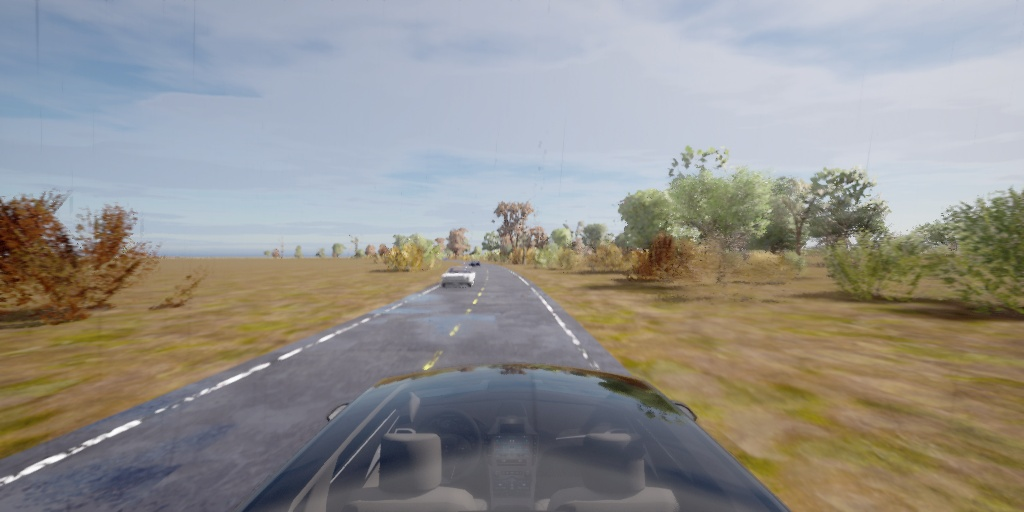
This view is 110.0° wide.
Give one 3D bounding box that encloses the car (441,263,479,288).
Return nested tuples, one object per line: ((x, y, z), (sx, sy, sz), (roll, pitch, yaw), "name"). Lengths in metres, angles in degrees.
((-3.451, 1.342, 23.692), (1.895, 1.301, 4.718), (0, 0, -2), "car")

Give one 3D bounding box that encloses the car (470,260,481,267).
((-6.618, 1.347, 65.112), (1.895, 1.301, 4.718), (0, 0, -6), "car")
